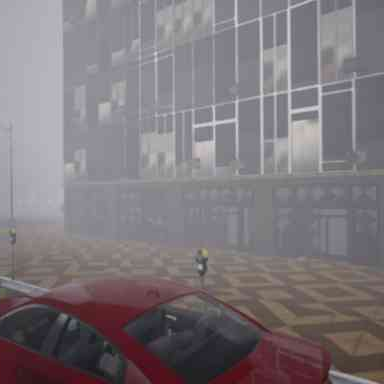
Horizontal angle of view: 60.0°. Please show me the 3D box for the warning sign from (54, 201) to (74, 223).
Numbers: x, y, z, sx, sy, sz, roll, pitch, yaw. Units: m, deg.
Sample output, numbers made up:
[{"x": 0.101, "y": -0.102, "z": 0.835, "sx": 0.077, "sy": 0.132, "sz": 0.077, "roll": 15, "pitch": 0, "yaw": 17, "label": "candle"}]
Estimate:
[{"x": -10.998, "y": 1.694, "z": 28.638, "sx": 1.300, "sy": 1.860, "sz": 1.060, "roll": 1, "pitch": 0, "yaw": 33, "label": "warning sign"}]

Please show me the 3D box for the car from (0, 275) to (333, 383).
[{"x": -0.944, "y": 1.569, "z": 3.395, "sx": 4.507, "sy": 1.381, "sz": 1.887, "roll": -1, "pitch": 0, "yaw": 36, "label": "car"}]
